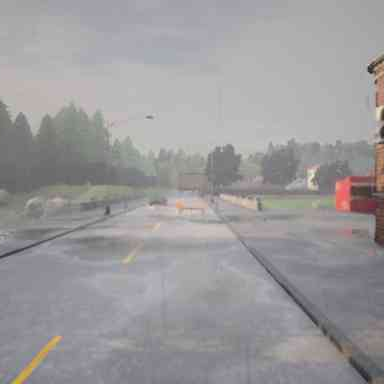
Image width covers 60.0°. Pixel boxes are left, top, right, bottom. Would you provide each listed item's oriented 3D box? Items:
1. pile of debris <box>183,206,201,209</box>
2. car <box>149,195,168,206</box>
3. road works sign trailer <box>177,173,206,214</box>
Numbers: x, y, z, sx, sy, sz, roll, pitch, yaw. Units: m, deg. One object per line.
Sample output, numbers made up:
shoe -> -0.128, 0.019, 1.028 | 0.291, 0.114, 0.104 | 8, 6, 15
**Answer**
pile of debris -> -0.001, 1.693, 36.471 | 1.860, 0.140, 1.500 | 0, 1, 0
car -> -4.068, 1.033, 40.943 | 1.994, 1.385, 4.181 | 0, 1, 0
road works sign trailer -> -0.001, 0.082, 29.449 | 2.380, 3.560, 2.880 | 0, 1, 0
